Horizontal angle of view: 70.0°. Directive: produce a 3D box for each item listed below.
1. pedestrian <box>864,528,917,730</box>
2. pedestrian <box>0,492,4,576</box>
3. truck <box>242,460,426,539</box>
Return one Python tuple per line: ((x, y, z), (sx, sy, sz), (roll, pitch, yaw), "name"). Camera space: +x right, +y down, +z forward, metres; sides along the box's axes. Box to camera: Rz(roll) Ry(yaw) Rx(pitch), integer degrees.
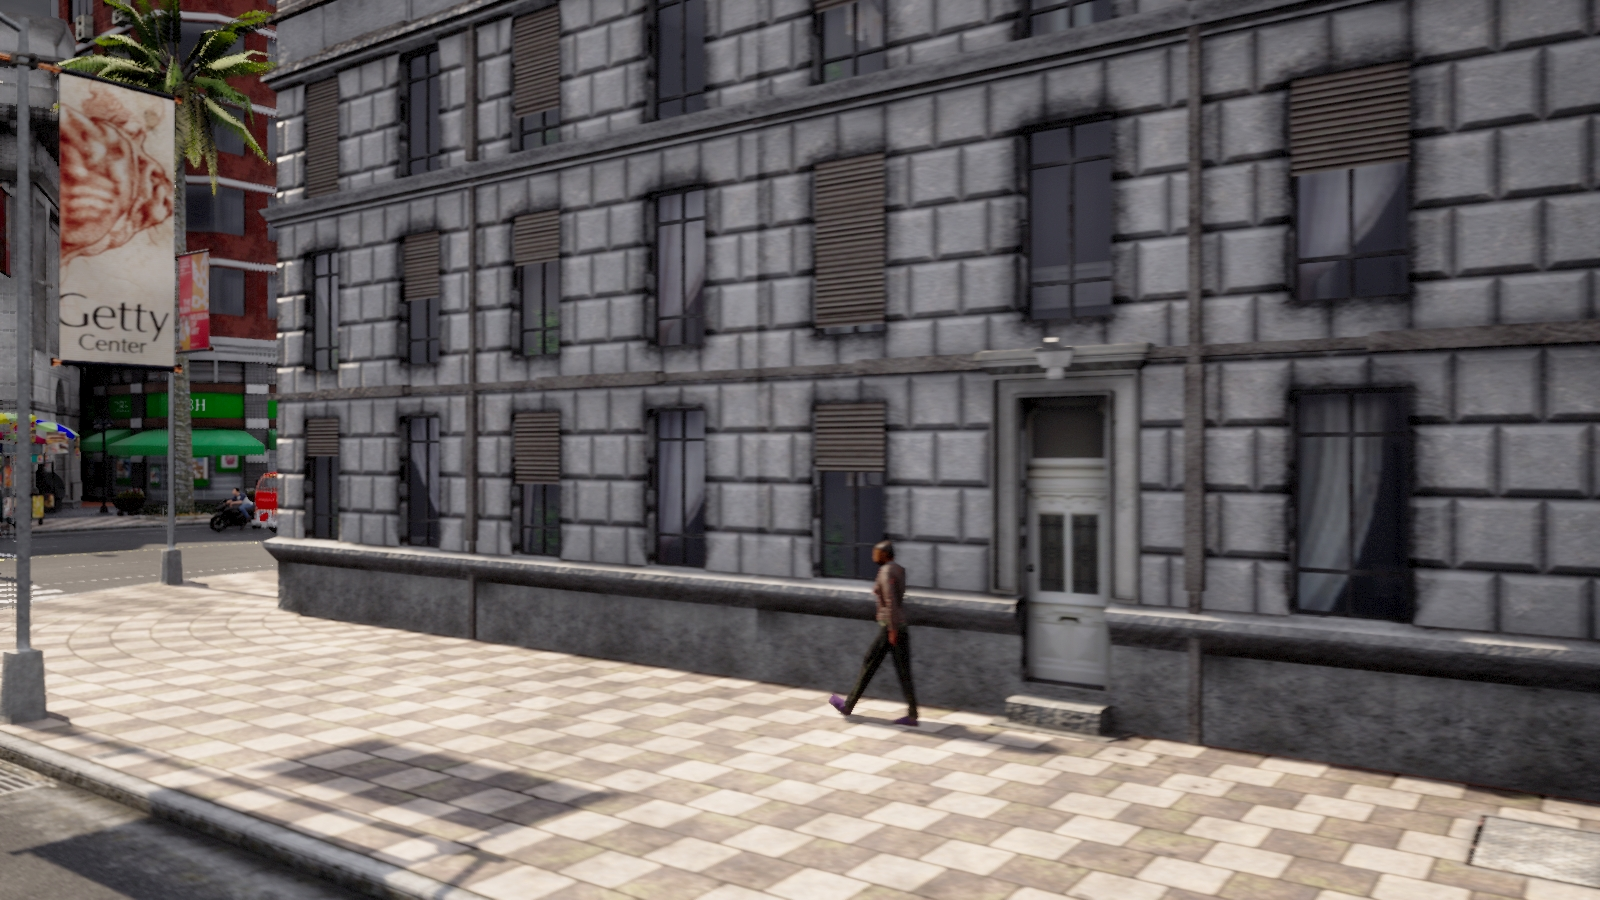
((0.871, 1.702, 10.995), (0.375, 1.860, 0.375), (0, 0, 31), "pedestrian")
((-18.008, 1.872, 25.447), (0.375, 1.860, 0.375), (0, 0, 39), "pedestrian")
((-15.804, 1.597, 39.006), (2.627, 2.467, 5.204), (0, 0, 35), "truck")
